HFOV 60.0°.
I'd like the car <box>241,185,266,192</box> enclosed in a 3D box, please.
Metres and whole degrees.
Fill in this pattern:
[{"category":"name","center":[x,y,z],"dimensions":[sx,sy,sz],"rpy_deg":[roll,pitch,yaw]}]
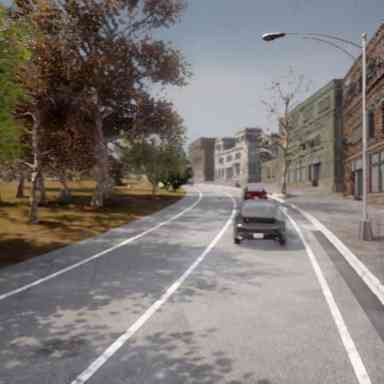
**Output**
[{"category":"car","center":[5.314,0.172,28.556],"dimensions":[1.882,1.535,5.008],"rpy_deg":[1,3,6]}]

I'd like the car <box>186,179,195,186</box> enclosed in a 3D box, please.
[{"category":"car","center":[-0.648,-2.107,69.365],"dimensions":[1.837,1.490,4.892],"rpy_deg":[1,3,-12]}]

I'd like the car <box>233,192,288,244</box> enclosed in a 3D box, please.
[{"category":"car","center":[2.744,1.045,13.376],"dimensions":[1.837,1.490,4.892],"rpy_deg":[0,4,13]}]
